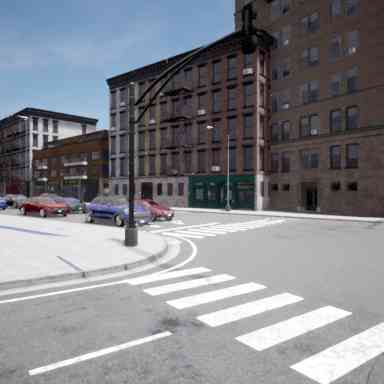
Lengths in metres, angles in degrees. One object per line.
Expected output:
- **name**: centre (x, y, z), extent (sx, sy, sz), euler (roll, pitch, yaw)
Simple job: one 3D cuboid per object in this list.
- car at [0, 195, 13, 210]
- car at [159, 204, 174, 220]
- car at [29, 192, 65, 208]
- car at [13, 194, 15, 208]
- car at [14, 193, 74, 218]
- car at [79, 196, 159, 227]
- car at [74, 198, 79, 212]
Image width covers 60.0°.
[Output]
- **car**: centre (-20.100, 1.014, 33.016), extent (5.008, 1.535, 1.882), euler (0, 0, 40)
- **car**: centre (-3.375, 1.267, 23.842), extent (4.674, 1.442, 1.812), euler (1, 0, 38)
- **car**: centre (-17.189, 0.903, 39.300), extent (4.553, 1.767, 2.097), euler (1, 0, 40)
- **car**: centre (-19.160, 1.030, 36.467), extent (4.902, 1.511, 2.128), euler (1, 0, 40)
- **car**: centre (-11.741, 1.118, 26.232), extent (5.008, 1.535, 1.882), euler (1, 0, 39)
- **car**: centre (-4.586, 1.089, 20.593), extent (4.553, 1.767, 2.097), euler (1, 0, 39)
- **car**: centre (-11.155, 1.201, 29.923), extent (4.181, 1.385, 1.994), euler (1, 0, 39)
